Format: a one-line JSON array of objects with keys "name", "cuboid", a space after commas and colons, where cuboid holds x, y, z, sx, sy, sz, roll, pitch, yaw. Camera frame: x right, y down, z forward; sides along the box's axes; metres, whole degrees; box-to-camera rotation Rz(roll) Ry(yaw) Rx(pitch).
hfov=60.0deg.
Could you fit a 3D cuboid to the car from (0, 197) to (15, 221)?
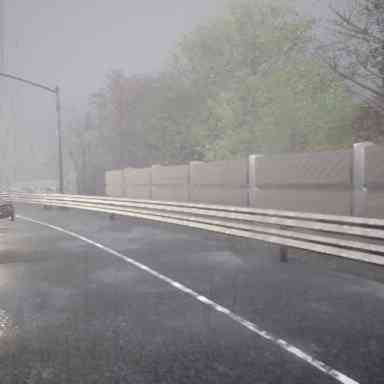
[{"name": "car", "cuboid": [-12.901, 1.065, 21.485, 1.882, 1.535, 5.008, -3, 2, -39]}]
